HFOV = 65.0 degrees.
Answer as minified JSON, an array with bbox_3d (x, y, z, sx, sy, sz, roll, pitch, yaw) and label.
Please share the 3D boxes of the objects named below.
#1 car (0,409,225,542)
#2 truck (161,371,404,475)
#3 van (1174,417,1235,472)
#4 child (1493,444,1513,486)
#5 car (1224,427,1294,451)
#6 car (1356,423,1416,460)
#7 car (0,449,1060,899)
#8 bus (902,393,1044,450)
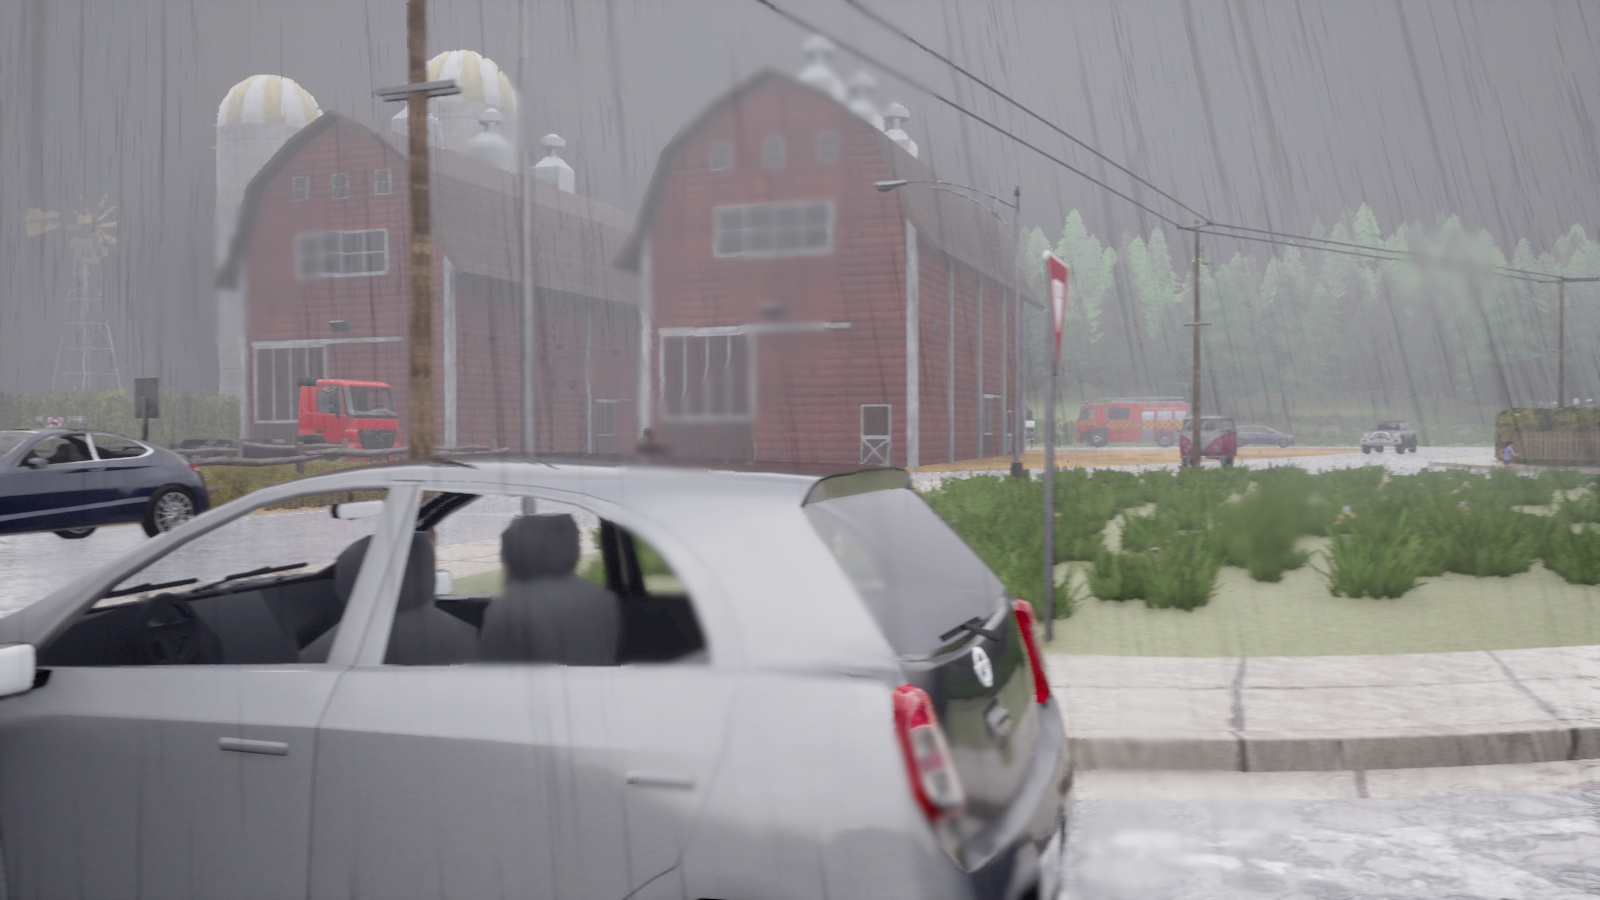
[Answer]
[{"bbox_3d":[-10.539,0.292,16.912,2.152,1.651,5.027,1,1,20],"label":"car"},{"bbox_3d":[-18.289,-0.943,44.418,7.936,3.462,2.891,1,1,17],"label":"truck"},{"bbox_3d":[15.516,-0.231,48.041,1.775,1.987,4.442,0,1,23],"label":"van"},{"bbox_3d":[18.615,0.391,33.248,0.394,1.110,0.255,0,1,13],"label":"child"},{"bbox_3d":[32.960,-0.808,90.231,4.611,1.667,2.242,1,1,20],"label":"car"},{"bbox_3d":[30.979,-0.493,66.309,1.932,1.855,4.605,1,2,37],"label":"car"},{"bbox_3d":[-1.219,0.777,3.645,3.633,1.501,1.845,1,1,20],"label":"car"},{"bbox_3d":[13.465,-2.220,97.563,10.273,4.253,3.944,1,1,21],"label":"bus"}]
